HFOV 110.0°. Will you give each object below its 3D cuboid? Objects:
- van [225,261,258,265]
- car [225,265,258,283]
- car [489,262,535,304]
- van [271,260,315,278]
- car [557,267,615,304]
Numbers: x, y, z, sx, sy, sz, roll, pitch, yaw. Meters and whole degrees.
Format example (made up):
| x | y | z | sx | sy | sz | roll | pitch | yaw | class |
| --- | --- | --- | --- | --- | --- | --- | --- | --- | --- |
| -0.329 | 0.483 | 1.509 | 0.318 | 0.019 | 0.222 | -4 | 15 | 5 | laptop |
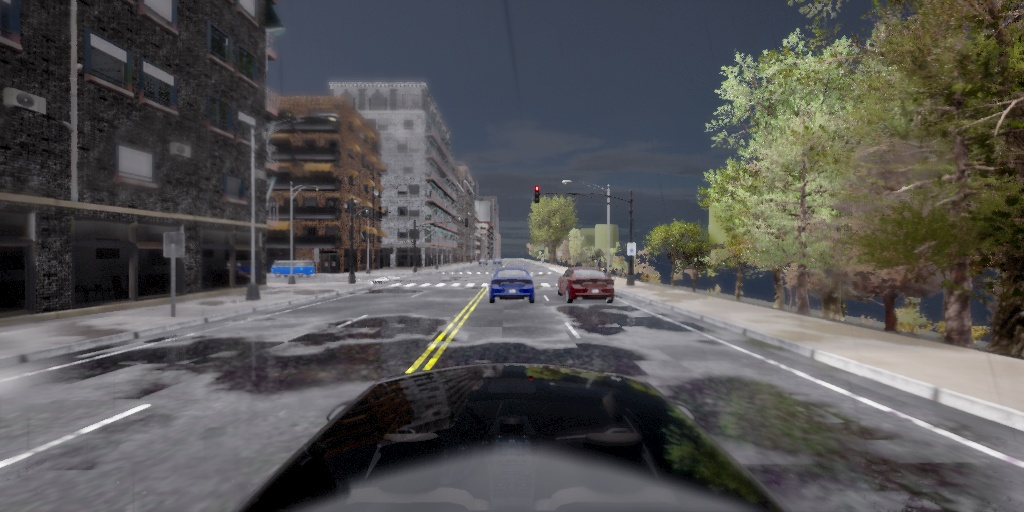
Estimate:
| x | y | z | sx | sy | sz | roll | pitch | yaw | class |
| --- | --- | --- | --- | --- | --- | --- | --- | --- | --- |
| -28.320 | 1.428 | 37.189 | 3.998 | 1.789 | 1.690 | 0 | 0 | -1 | van |
| -22.632 | 1.625 | 28.919 | 4.207 | 1.307 | 1.802 | 0 | 0 | -1 | car |
| 0.000 | 1.234 | 16.501 | 1.882 | 1.535 | 5.008 | 0 | 0 | 0 | car |
| -22.719 | 1.354 | 37.266 | 3.998 | 1.789 | 1.690 | 0 | 0 | -1 | van |
| 3.250 | 1.234 | 16.500 | 1.882 | 1.535 | 5.008 | 0 | 0 | 0 | car |
